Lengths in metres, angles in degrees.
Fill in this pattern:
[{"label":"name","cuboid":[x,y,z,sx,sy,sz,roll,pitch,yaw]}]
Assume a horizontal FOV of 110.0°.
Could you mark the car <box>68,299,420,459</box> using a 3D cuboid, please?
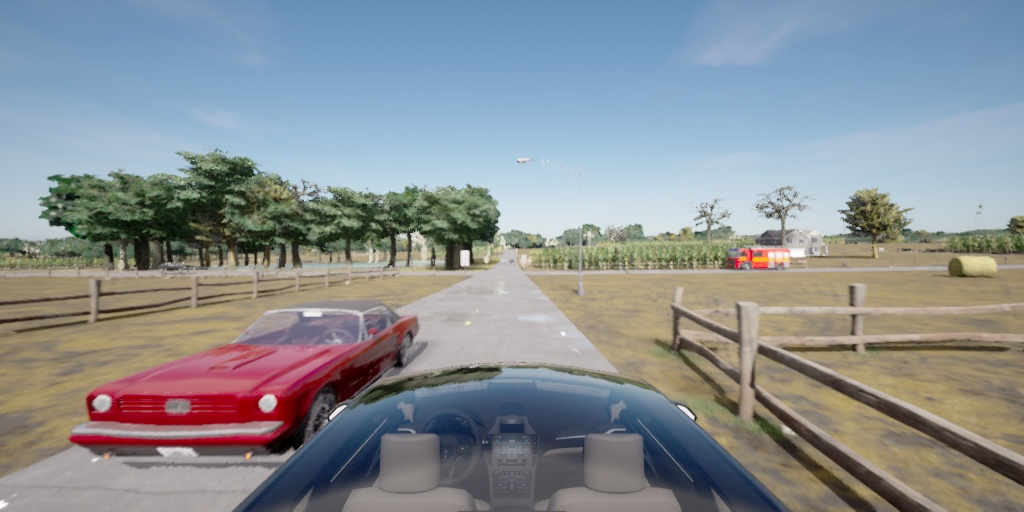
[{"label":"car","cuboid":[-2.849,1.386,5.263,1.895,1.301,4.718,0,-1,0]}]
